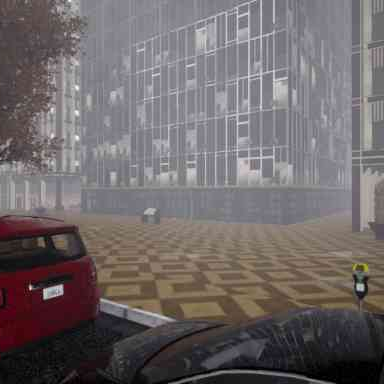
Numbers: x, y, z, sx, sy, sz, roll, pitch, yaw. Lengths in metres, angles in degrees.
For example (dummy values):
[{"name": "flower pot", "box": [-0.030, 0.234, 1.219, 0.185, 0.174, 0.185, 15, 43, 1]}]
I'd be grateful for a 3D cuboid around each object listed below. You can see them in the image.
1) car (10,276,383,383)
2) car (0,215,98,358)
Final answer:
[{"name": "car", "box": [0.840, 1.566, 2.278, 4.313, 1.339, 1.947, 0, 0, 36]}, {"name": "car", "box": [-3.651, 1.315, 5.493, 5.009, 1.841, 2.192, 0, 0, 36]}]
